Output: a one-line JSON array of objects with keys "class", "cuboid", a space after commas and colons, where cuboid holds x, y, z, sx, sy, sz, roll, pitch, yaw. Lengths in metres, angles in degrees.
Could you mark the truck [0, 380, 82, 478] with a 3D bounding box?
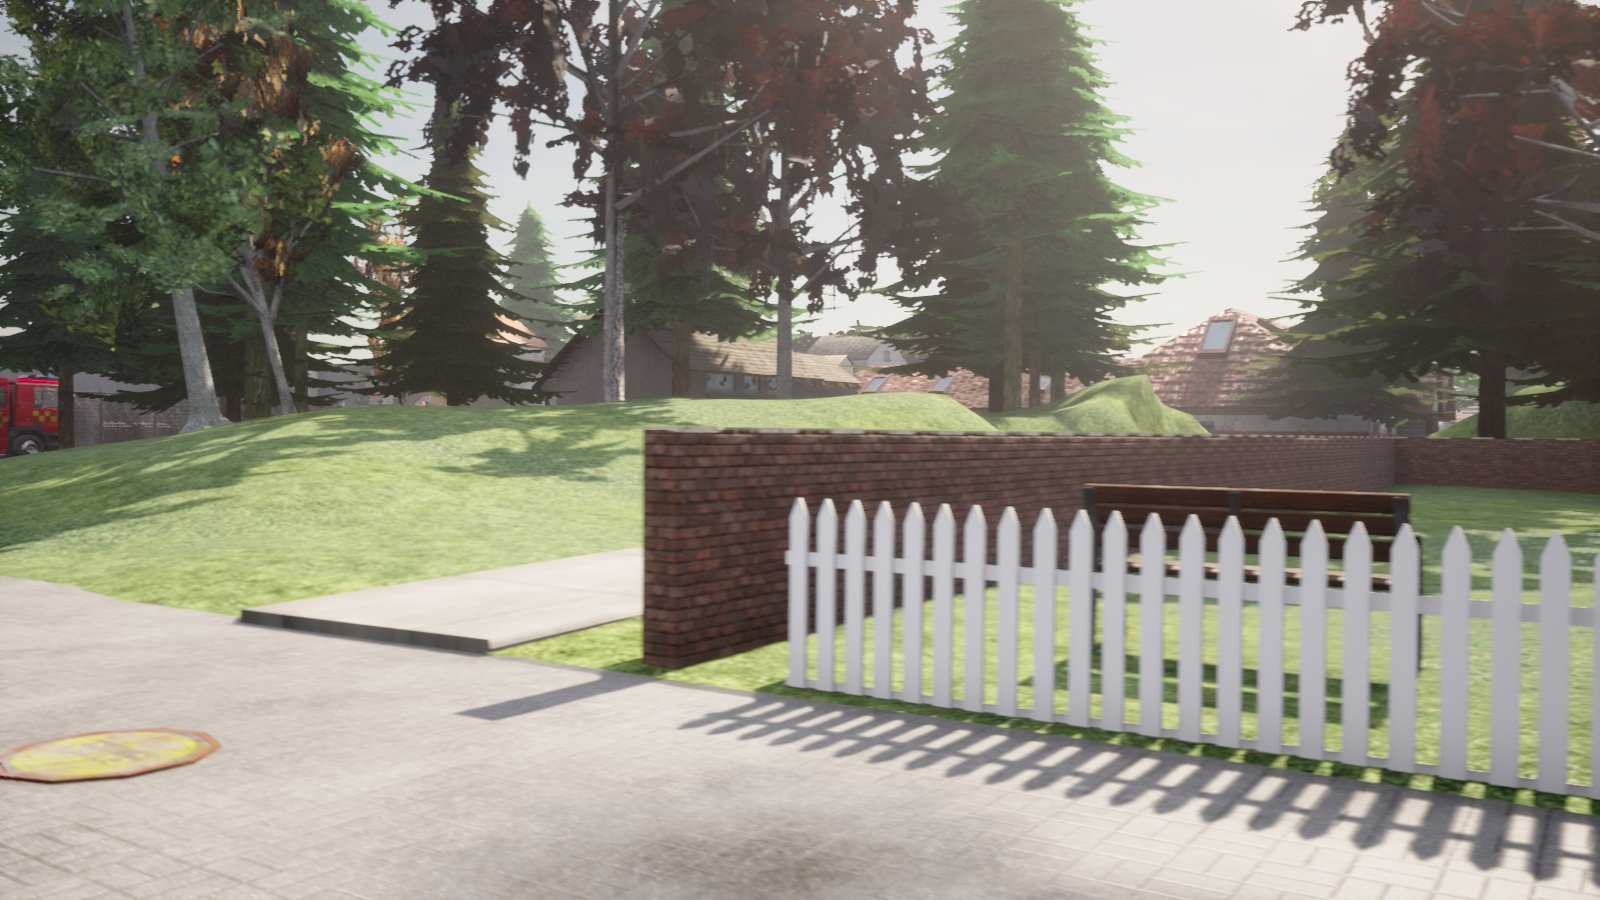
[{"class": "truck", "cuboid": [-32.795, -0.793, 48.398, 2.891, 3.827, 8.468, 0, 1, 34]}]
